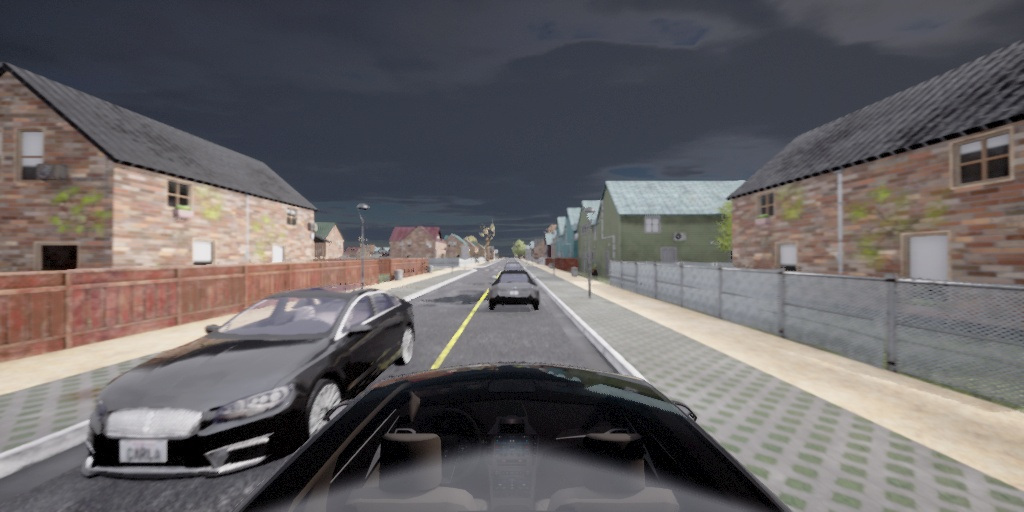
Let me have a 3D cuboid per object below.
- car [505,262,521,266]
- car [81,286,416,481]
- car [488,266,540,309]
[{"bbox_3d":[0.099,1.246,31.788,2.033,1.411,5.357,0,0,0],"label":"car"},{"bbox_3d":[-2.816,1.236,5.207,2.128,1.511,4.902,0,0,0],"label":"car"},{"bbox_3d":[0.088,1.292,14.929,1.994,1.385,4.181,0,0,0],"label":"car"}]
